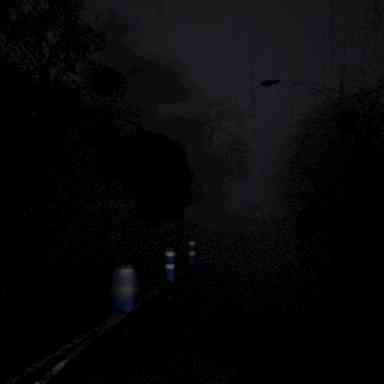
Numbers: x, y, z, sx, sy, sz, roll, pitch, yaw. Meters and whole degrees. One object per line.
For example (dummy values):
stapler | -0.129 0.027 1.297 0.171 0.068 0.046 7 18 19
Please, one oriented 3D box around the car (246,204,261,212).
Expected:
car | 12.291 3.080 64.305 2.128 1.511 4.902 0 -1 15

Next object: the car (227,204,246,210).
car | 12.552 4.158 93.980 4.892 1.521 2.231 0 -3 14

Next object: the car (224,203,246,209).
car | 12.053 4.015 91.253 5.366 1.575 1.946 0 -3 14
